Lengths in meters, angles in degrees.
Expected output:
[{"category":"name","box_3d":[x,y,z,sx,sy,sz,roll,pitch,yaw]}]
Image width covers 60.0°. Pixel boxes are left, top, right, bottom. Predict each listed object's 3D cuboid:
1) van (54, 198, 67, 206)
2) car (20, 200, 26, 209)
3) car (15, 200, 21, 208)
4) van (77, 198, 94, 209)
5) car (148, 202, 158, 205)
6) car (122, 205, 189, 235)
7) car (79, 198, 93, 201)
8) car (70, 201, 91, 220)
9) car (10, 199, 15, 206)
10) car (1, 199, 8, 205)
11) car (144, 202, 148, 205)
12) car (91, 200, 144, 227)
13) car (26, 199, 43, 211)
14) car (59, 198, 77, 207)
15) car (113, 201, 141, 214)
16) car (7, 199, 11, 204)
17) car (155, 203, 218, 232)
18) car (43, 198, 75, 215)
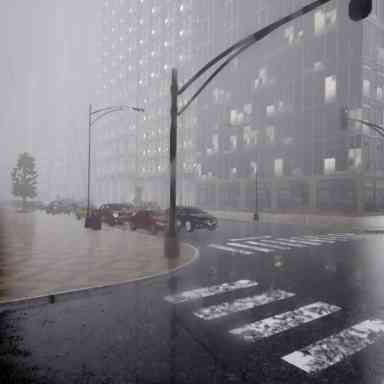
[{"category":"van","box_3d":[-27.969,2.117,70.753,1.690,1.788,3.998,1,-1,-35]},{"category":"car","box_3d":[-25.054,2.029,51.979,1.947,1.339,4.313,1,-1,-35]},{"category":"car","box_3d":[-28.314,2.062,56.634,1.887,1.381,4.507,1,-1,-35]},{"category":"van","box_3d":[-18.189,1.953,56.787,1.690,1.788,3.998,1,-1,-35]},{"category":"car","box_3d":[-5.149,1.833,38.164,1.967,1.590,4.097,1,-1,-35]},{"category":"car","box_3d":[-2.233,1.662,19.391,1.802,1.307,4.206,1,-1,-35]},{"category":"car","box_3d":[-13.468,1.841,39.992,2.128,1.511,4.902,1,-1,-35]},{"category":"car","box_3d":[-8.655,1.713,28.563,1.752,1.417,4.829,1,-1,-35]},{"category":"car","box_3d":[-31.574,2.123,61.289,2.008,1.369,4.403,1,-1,-35]},{"category":"car","box_3d":[-41.355,2.287,75.255,2.008,1.369,4.403,1,-1,-35]},{"category":"car","box_3d":[-6.051,1.729,29.374,1.837,1.490,4.892,1,-1,-35]},{"category":"car","box_3d":[-5.493,1.575,24.048,1.967,1.590,4.097,1,-1,-35]},{"category":"car","box_3d":[-21.794,1.959,47.323,2.008,1.369,4.403,1,-1,-35]},{"category":"car","box_3d":[-24.709,2.036,66.098,2.192,1.841,5.009,1,-1,-35]},{"category":"car","box_3d":[-8.506,1.974,42.958,1.752,1.417,4.829,1,-1,-35]},{"category":"car","box_3d":[-34.834,2.209,65.944,1.802,1.307,4.206,1,-1,-35]},{"category":"car","box_3d":[-0.286,1.634,21.139,1.837,1.490,4.892,1,-1,-33]},{"category":"car","box_3d":[-15.273,1.739,38.014,1.967,1.590,4.097,1,-1,-35]}]
